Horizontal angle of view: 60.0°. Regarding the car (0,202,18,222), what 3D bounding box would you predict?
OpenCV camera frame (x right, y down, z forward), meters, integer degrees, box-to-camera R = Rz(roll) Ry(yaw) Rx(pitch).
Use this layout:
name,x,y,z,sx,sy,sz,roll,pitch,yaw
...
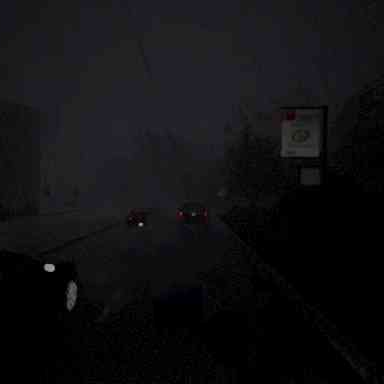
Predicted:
name,x,y,z,sx,sy,sz,roll,pitch,yaw
car,-15.568,1.614,24.955,2.163,1.488,4.792,0,0,0

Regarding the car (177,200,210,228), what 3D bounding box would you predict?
name,x,y,z,sx,sy,sz,roll,pitch,yaw
car,0.098,1.464,23.026,2.097,1.767,4.553,0,0,0

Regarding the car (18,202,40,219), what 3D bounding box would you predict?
name,x,y,z,sx,sy,sz,roll,pitch,yaw
car,-15.599,1.652,30.451,2.002,1.452,4.674,-2,0,0

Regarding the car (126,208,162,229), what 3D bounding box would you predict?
name,x,y,z,sx,sy,sz,roll,pitch,yaw
car,-3.150,1.712,22.703,1.895,1.301,4.718,0,0,0

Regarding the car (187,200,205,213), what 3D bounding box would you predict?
name,x,y,z,sx,sy,sz,roll,pitch,yaw
car,0.561,1.690,40.383,1.837,1.490,4.892,0,-1,5

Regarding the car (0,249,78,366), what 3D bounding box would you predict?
name,x,y,z,sx,sy,sz,roll,pitch,yaw
car,-3.151,1.500,4.522,1.882,1.535,5.008,0,0,0
